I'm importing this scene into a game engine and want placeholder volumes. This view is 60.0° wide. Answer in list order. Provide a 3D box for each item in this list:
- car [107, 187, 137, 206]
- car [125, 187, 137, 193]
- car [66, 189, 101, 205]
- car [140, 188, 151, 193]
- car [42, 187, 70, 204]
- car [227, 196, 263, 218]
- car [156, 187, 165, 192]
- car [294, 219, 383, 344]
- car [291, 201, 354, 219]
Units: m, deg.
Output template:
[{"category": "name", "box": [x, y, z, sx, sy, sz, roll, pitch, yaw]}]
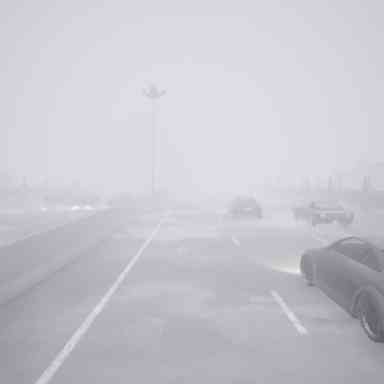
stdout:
[{"category": "car", "box": [-7.091, 0.554, 33.251, 1.812, 1.442, 4.674, 0, 2, 0]}, {"category": "car", "box": [-13.987, -0.490, 76.286, 1.895, 1.301, 4.718, 0, -1, 0]}, {"category": "car", "box": [-10.590, 0.586, 33.428, 1.994, 1.385, 4.181, 0, 2, 0]}, {"category": "car", "box": [-10.487, -0.351, 75.245, 1.895, 1.301, 4.718, 0, -1, 0]}, {"category": "car", "box": [-14.086, 0.309, 35.309, 2.097, 1.767, 4.553, 0, 2, 0]}, {"category": "car", "box": [3.585, 0.939, 23.068, 1.994, 1.385, 4.181, 0, 2, 0]}, {"category": "car", "box": [-6.987, -0.405, 75.275, 2.033, 1.411, 5.357, 0, -1, 0]}, {"category": "car", "box": [3.577, 1.489, 6.320, 1.994, 1.385, 4.181, 0, 1, 0]}, {"category": "car", "box": [7.062, 1.128, 18.576, 1.895, 1.301, 4.718, 0, 2, 0]}]
